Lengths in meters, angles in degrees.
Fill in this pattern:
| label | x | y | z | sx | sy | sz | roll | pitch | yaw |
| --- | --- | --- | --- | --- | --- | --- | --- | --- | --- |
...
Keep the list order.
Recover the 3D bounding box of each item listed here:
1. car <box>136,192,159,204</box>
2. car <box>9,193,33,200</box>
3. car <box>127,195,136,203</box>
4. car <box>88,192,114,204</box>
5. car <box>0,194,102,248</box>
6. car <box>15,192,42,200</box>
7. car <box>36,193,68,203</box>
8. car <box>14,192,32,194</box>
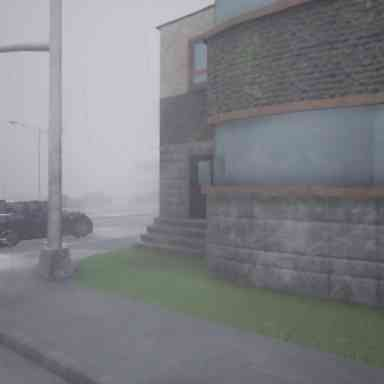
| label | x | y | z | sx | sy | sz | roll | pitch | yaw |
| --- | --- | --- | --- | --- | --- | --- | --- | --- | --- |
| car | -6.386 | 0.886 | 52.476 | 1.905 | 1.878 | 3.866 | 0 | 0 | 35 |
| car | -39.282 | 0.914 | 76.480 | 2.007 | 1.523 | 4.514 | 0 | 0 | 35 |
| car | -8.743 | 1.151 | 54.901 | 1.970 | 1.475 | 3.806 | 0 | 0 | 35 |
| car | -13.624 | 0.888 | 47.967 | 1.932 | 1.855 | 4.605 | 0 | 0 | 35 |
| car | -6.340 | 1.097 | 13.642 | 2.097 | 1.767 | 4.553 | 0 | 0 | 36 |
| car | -36.695 | 0.923 | 74.705 | 2.152 | 1.636 | 5.027 | 0 | 0 | 35 |
| car | -23.365 | 1.017 | 55.764 | 2.007 | 1.523 | 4.514 | 0 | 0 | 35 |
| car | -31.486 | 0.981 | 61.588 | 1.845 | 1.501 | 3.633 | 0 | 0 | 35 |
